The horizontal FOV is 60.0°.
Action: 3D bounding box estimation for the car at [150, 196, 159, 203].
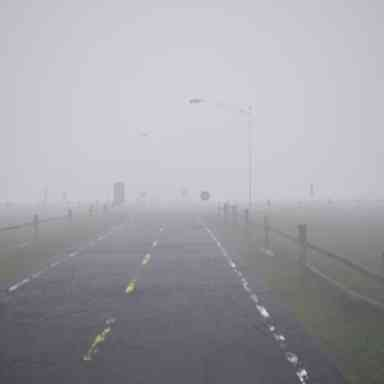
[{"bbox_3d":[-7.951,1.561,70.756,1.837,1.490,4.892,0,0,-8],"label":"car"}]
